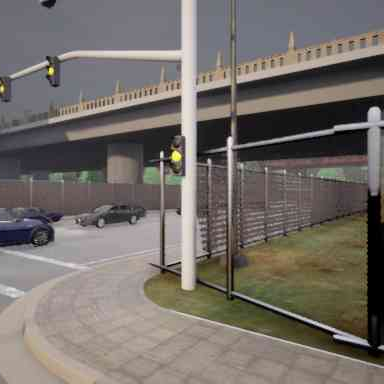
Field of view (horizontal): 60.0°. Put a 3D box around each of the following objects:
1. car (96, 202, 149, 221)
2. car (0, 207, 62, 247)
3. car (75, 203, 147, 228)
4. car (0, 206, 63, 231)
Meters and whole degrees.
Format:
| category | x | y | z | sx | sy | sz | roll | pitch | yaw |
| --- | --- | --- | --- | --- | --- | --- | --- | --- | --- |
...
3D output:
| category | x | y | z | sx | sy | sz | roll | pitch | yaw |
| --- | --- | --- | --- | --- | --- | --- | --- | --- | --- |
| car | -5.854 | 1.611 | 28.534 | 1.994 | 1.385 | 4.181 | 0 | 0 | 36 |
| car | -7.873 | 1.394 | 13.210 | 2.097 | 1.767 | 4.553 | 0 | 0 | 35 |
| car | -5.630 | 1.554 | 22.794 | 1.837 | 1.490 | 4.892 | 0 | 0 | 35 |
| car | -10.991 | 1.648 | 21.344 | 1.895 | 1.301 | 4.718 | 0 | 0 | 37 |
